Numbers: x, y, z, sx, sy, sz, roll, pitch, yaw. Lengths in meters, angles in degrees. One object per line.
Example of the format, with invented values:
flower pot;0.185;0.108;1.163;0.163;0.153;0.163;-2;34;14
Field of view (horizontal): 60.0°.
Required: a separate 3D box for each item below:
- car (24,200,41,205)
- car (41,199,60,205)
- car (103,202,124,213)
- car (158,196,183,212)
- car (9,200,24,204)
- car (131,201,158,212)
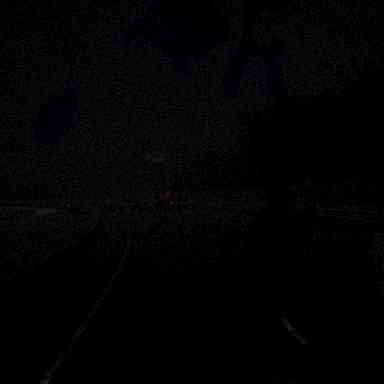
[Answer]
car;-40.767;2.723;86.053;4.718;1.301;1.895;-1;-1;36
car;-36.633;2.572;87.328;5.008;1.535;1.882;-1;-1;36
car;-10.796;2.085;45.606;1.895;1.301;4.718;0;-1;-27
car;-3.188;1.629;45.982;2.150;2.045;5.566;0;0;-28
car;-44.524;2.749;84.385;4.718;1.301;1.895;-1;-1;33
car;-6.860;1.934;45.525;2.128;1.511;4.902;0;0;-27
